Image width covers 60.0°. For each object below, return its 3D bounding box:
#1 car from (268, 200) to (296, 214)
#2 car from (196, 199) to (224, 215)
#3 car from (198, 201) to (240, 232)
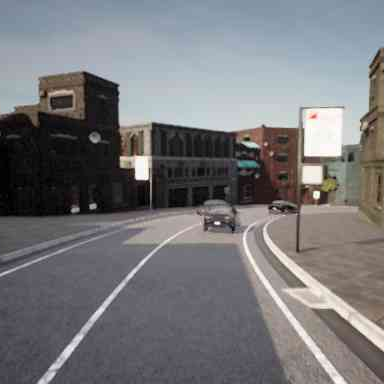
[{"bbox_3d":[10.539,1.686,38.566,1.882,1.535,5.008,3,1,36],"label":"car"},{"bbox_3d":[2.080,1.441,31.801,1.882,1.535,5.008,2,1,27],"label":"car"},{"bbox_3d":[1.885,1.544,20.382,1.812,1.442,4.674,1,0,12],"label":"car"}]
